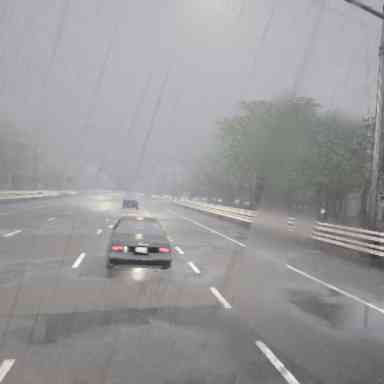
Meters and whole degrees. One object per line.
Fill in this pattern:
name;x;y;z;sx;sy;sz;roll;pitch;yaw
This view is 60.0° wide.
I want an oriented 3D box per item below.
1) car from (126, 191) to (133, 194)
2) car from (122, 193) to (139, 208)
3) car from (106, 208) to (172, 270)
car;-13.349;1.206;70.593;1.837;1.490;4.892;4;-1;-11
car;-7.789;1.315;41.977;1.882;1.535;5.008;4;-1;-11
car;-1.792;1.524;11.039;2.033;1.411;5.357;4;-1;-11
